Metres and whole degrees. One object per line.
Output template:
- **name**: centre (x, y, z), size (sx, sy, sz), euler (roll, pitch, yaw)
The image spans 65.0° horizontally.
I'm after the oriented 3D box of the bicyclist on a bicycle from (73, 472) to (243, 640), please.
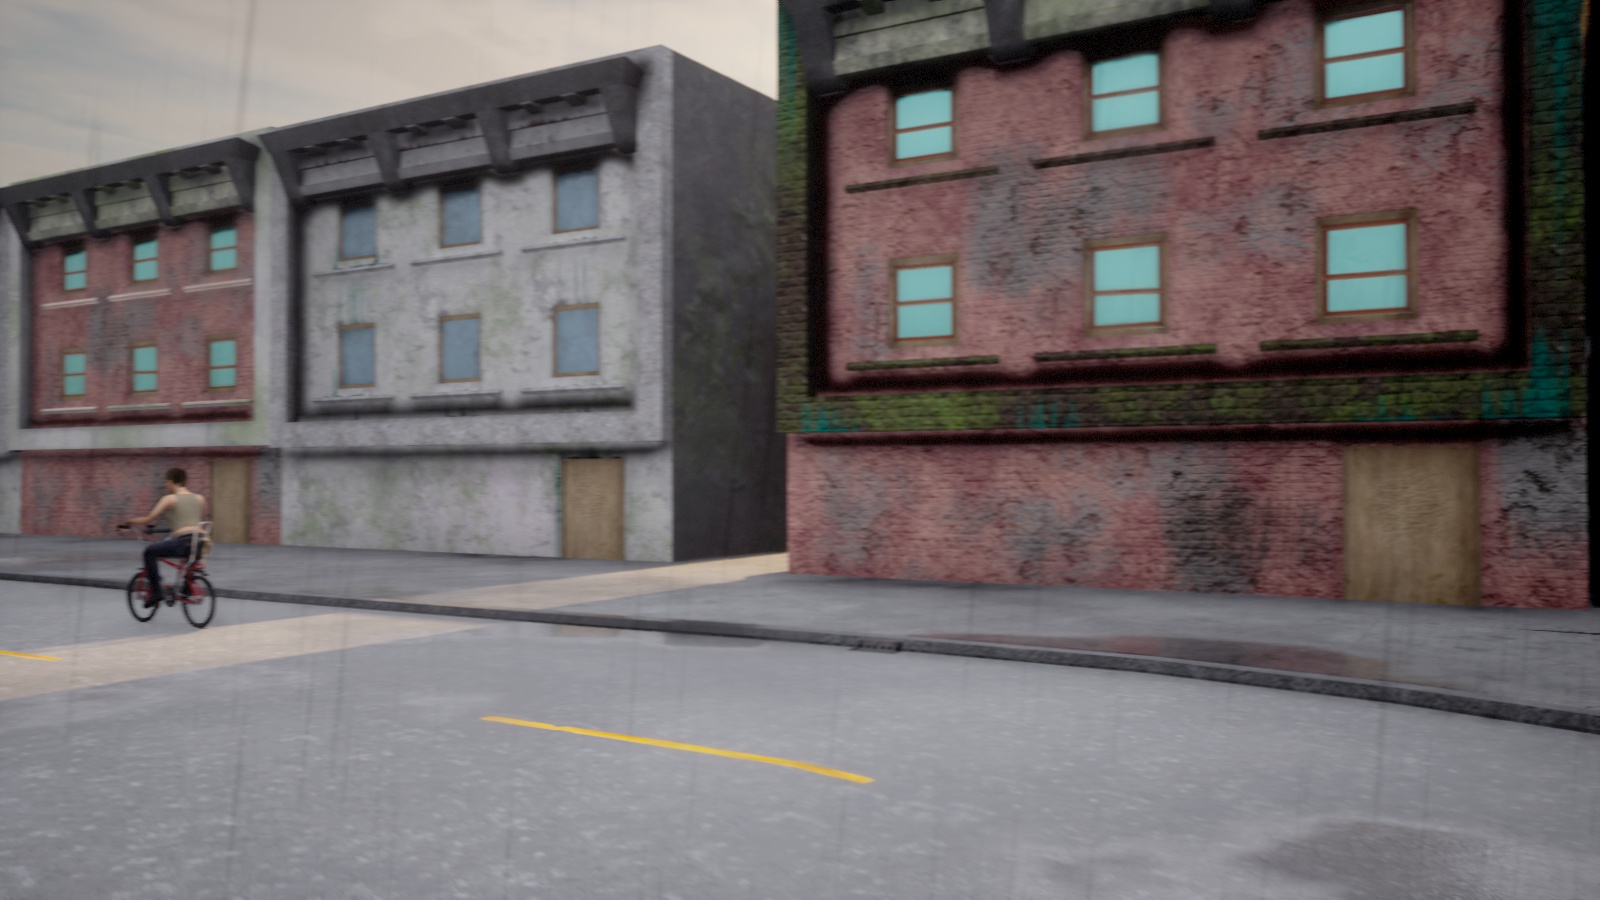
- **bicyclist on a bicycle**: centre (-6.556, 1.039, 12.825), size (1.509, 1.612, 0.866), euler (-1, -1, 31)
